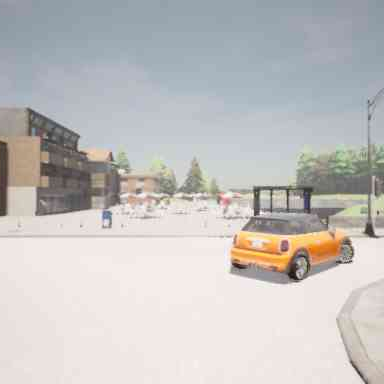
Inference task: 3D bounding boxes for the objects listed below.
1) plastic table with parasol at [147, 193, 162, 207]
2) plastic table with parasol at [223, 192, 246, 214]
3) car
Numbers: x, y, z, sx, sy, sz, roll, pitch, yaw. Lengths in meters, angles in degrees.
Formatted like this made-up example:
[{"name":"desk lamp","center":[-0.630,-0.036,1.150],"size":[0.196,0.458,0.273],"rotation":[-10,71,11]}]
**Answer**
[{"name":"plastic table with parasol","center":[-6.957,1.523,62.265],"size":[2.482,2.480,2.482],"rotation":[0,-1,0]},{"name":"plastic table with parasol","center":[4.980,1.303,39.369],"size":[2.482,2.480,2.482],"rotation":[0,-1,0]},{"name":"car","center":[3.284,1.454,10.518],"size":[4.553,1.767,2.097],"rotation":[0,0,-45]}]
